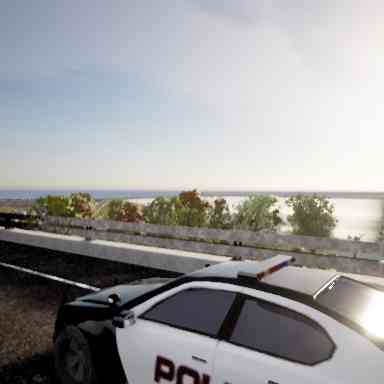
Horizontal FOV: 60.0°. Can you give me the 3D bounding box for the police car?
[{"bbox_3d":[0.451,1.503,3.556,4.974,1.542,2.038,0,0,36],"label":"police car"}]
